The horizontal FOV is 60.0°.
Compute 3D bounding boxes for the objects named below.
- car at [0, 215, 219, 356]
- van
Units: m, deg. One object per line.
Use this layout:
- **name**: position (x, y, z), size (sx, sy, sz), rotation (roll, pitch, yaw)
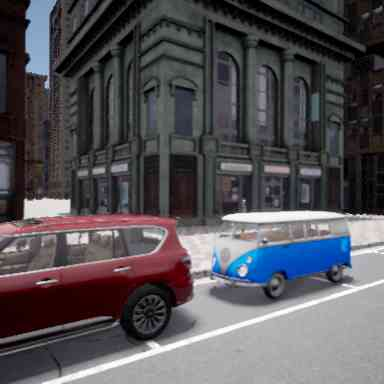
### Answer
- **car**: position (-2.274, 1.326, 5.028), size (5.009, 1.841, 2.192), rotation (1, 0, -36)
- **van**: position (2.311, 1.395, 8.306), size (3.998, 1.788, 1.690), rotation (1, 0, -36)
